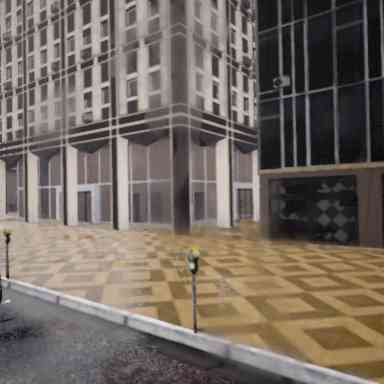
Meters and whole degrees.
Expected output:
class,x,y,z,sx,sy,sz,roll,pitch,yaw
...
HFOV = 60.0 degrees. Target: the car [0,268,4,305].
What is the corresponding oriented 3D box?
class,x,y,z,sx,sy,sz,roll,pitch,yaw
car,-5.662,1.517,6.770,4.097,1.590,1.967,-1,-1,35
